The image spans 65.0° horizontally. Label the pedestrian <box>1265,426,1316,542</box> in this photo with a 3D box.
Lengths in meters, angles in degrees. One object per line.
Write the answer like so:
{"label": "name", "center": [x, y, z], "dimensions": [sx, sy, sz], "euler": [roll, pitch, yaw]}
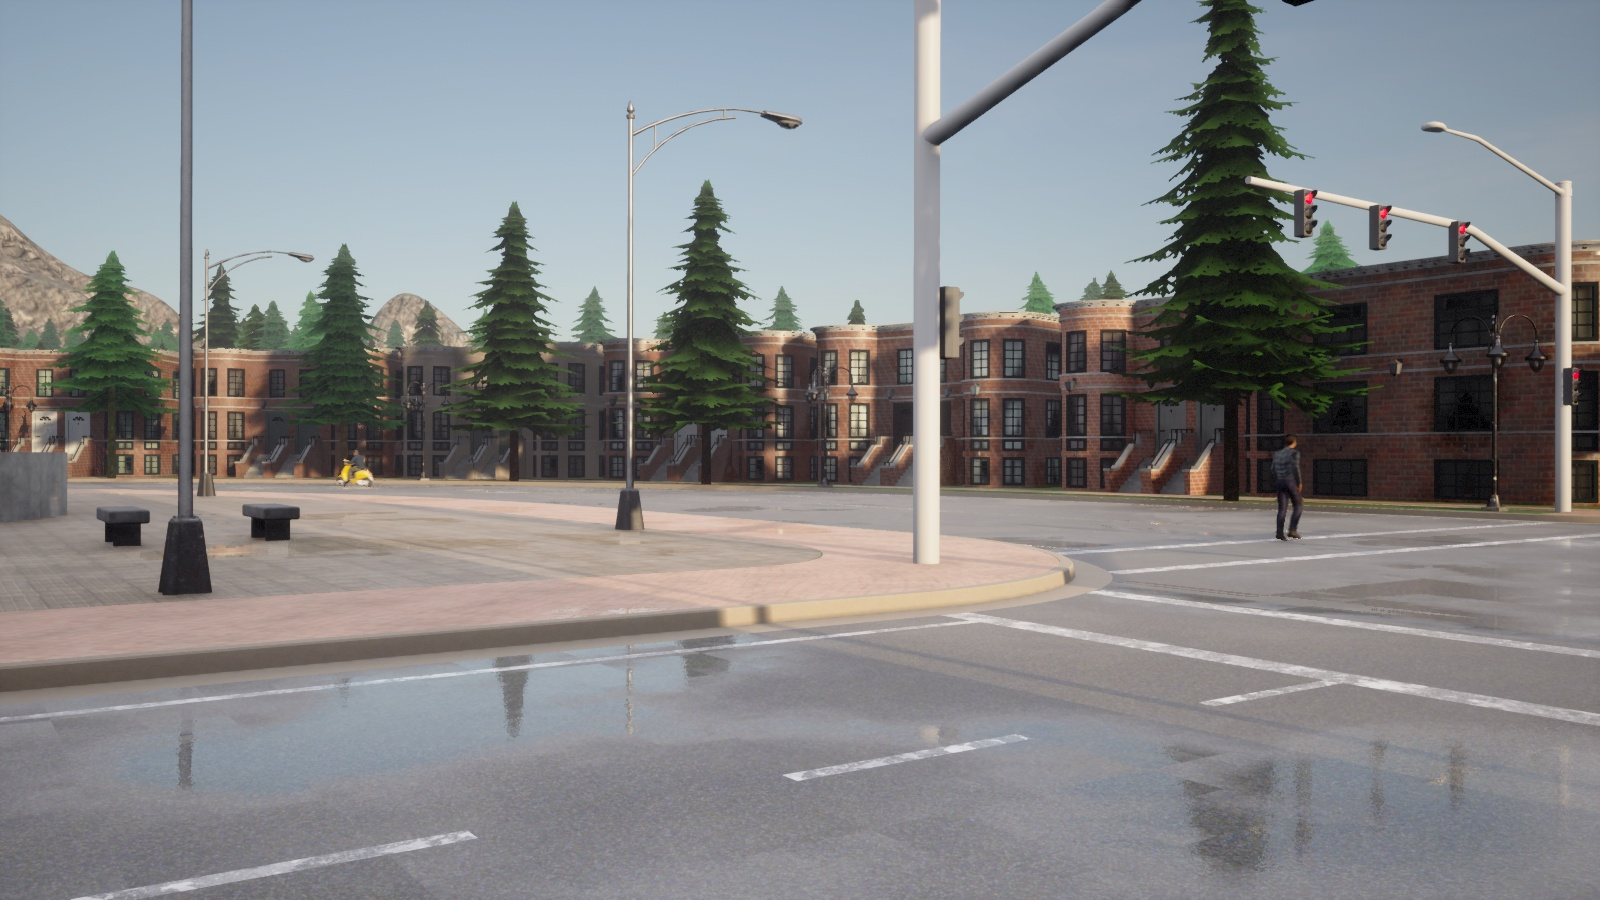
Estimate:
{"label": "pedestrian", "center": [8.373, 0.568, 21.438], "dimensions": [0.788, 1.949, 0.423], "euler": [0, 0, -33]}

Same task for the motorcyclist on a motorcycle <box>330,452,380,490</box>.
{"label": "motorcyclist on a motorcycle", "center": [-18.685, 0.867, 52.739], "dimensions": [1.817, 1.590, 0.866], "euler": [0, 0, 21]}
